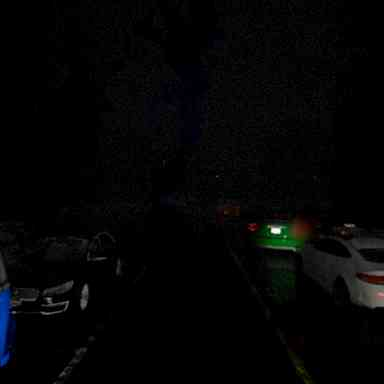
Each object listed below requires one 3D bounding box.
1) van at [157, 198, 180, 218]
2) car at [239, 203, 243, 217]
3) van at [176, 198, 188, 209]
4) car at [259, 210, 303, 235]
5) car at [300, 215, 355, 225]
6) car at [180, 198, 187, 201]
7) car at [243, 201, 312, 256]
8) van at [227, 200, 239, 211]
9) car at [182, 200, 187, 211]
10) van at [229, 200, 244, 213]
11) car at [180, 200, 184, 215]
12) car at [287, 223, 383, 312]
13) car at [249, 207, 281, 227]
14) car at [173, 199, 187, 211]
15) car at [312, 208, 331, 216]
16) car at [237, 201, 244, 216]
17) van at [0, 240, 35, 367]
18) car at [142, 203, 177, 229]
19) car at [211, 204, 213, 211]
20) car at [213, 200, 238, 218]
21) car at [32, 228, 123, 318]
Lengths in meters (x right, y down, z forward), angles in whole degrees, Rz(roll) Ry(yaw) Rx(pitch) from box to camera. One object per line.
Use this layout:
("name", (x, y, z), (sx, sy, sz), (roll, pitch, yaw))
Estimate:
("van", (-2.242, 1.604, 29.171), (1.690, 1.788, 3.998), (2, -1, 1))
("car", (6.386, 2.191, 34.415), (1.887, 1.381, 4.507), (2, -1, 1))
("van", (-1.651, 1.958, 56.351), (1.690, 1.788, 3.998), (2, -1, 1))
("car", (6.150, 2.058, 23.543), (2.008, 1.369, 4.403), (2, -1, 1))
("car", (5.917, 1.897, 12.842), (1.752, 1.417, 4.829), (2, -1, 1))
("car", (-1.897, 1.997, 45.307), (1.752, 1.417, 4.829), (2, -1, 1))
("car", (3.539, 1.523, 14.371), (2.150, 2.045, 5.566), (2, -1, 13))
("van", (6.867, 2.271, 56.161), (1.690, 1.788, 3.998), (2, -1, 1))
("car", (-2.013, 1.969, 40.040), (1.947, 1.339, 4.313), (2, -1, 1))
("van", (6.748, 2.200, 50.725), (1.690, 1.788, 3.998), (2, -1, 1))
("car", (-2.134, 1.856, 34.435), (1.752, 1.417, 4.829), (2, -1, 1))
("car", (3.954, 1.769, 8.107), (1.812, 1.442, 4.674), (2, -1, 1))
("car", (6.272, 2.104, 29.149), (1.752, 1.417, 4.829), (2, -1, 1))
("car", (-1.772, 1.986, 50.913), (1.967, 1.590, 4.097), (2, -1, 1))
("car", (6.040, 1.753, 18.110), (2.192, 1.841, 5.009), (2, -1, 1))
("car", (6.508, 2.157, 39.852), (1.967, 1.590, 4.097), (2, -1, 1))
("van", (-2.834, 1.260, 1.992), (1.690, 1.788, 3.998), (2, -1, 1))
("car", (-2.368, 1.759, 23.733), (1.947, 1.339, 4.313), (2, -1, 1))
("car", (3.966, 2.238, 49.907), (2.128, 1.511, 4.902), (2, -1, 1))
("car", (3.736, 2.069, 38.003), (1.882, 1.535, 5.008), (2, -1, 2))
("car", (-2.723, 1.538, 7.426), (2.008, 1.369, 4.403), (2, -1, 1))
